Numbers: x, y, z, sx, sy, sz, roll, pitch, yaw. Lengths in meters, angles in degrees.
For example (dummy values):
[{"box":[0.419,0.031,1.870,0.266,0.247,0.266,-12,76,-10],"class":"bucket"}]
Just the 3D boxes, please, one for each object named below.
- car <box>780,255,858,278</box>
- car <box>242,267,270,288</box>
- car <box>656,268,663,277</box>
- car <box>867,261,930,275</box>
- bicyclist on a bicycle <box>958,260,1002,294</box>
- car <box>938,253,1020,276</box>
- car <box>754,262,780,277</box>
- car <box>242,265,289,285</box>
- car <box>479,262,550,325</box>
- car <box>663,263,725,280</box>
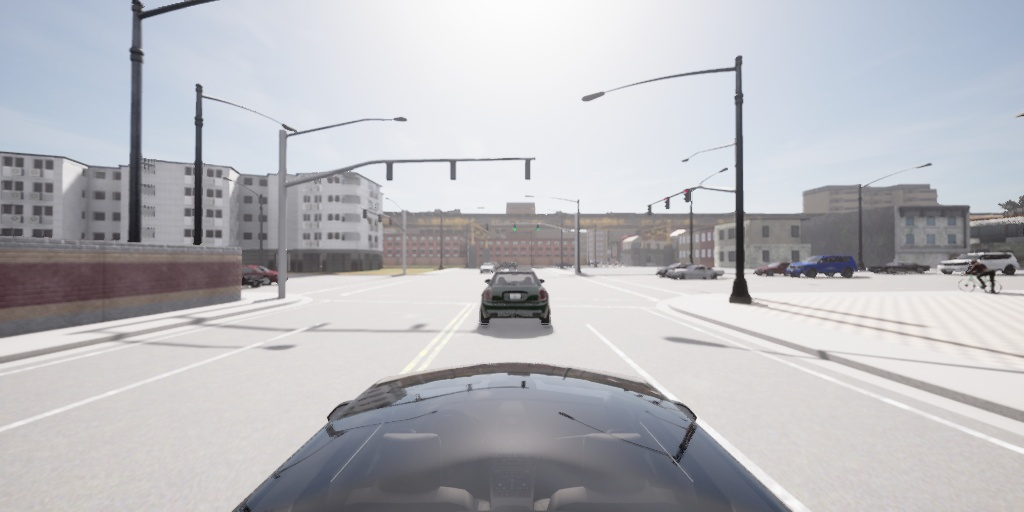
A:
[{"box":[29.127,0.995,33.758,5.566,2.045,2.150,-1,-1,1],"class":"car"},{"box":[-19.834,1.589,24.704,4.718,1.301,1.895,0,-1,1],"class":"car"},{"box":[17.597,1.481,37.493,4.902,1.511,2.128,-1,-1,1],"class":"car"},{"box":[39.809,1.224,37.024,4.718,1.301,1.895,-1,-1,1],"class":"car"},{"box":[22.660,1.007,17.399,0.582,1.620,1.656,-1,-1,1],"class":"bicyclist on a bicycle"},{"box":[43.432,0.743,33.441,5.566,2.045,2.150,-1,-1,2],"class":"car"},{"box":[27.800,1.363,37.277,4.674,1.442,1.812,-1,-1,1],"class":"car"},{"box":[-20.287,1.502,28.174,5.008,1.535,1.882,0,-1,1],"class":"car"},{"box":[0.098,1.214,12.523,2.097,1.767,4.553,0,-1,0],"class":"car"},{"box":[17.317,1.554,34.000,4.718,1.301,1.895,-1,-1,0],"class":"car"}]
